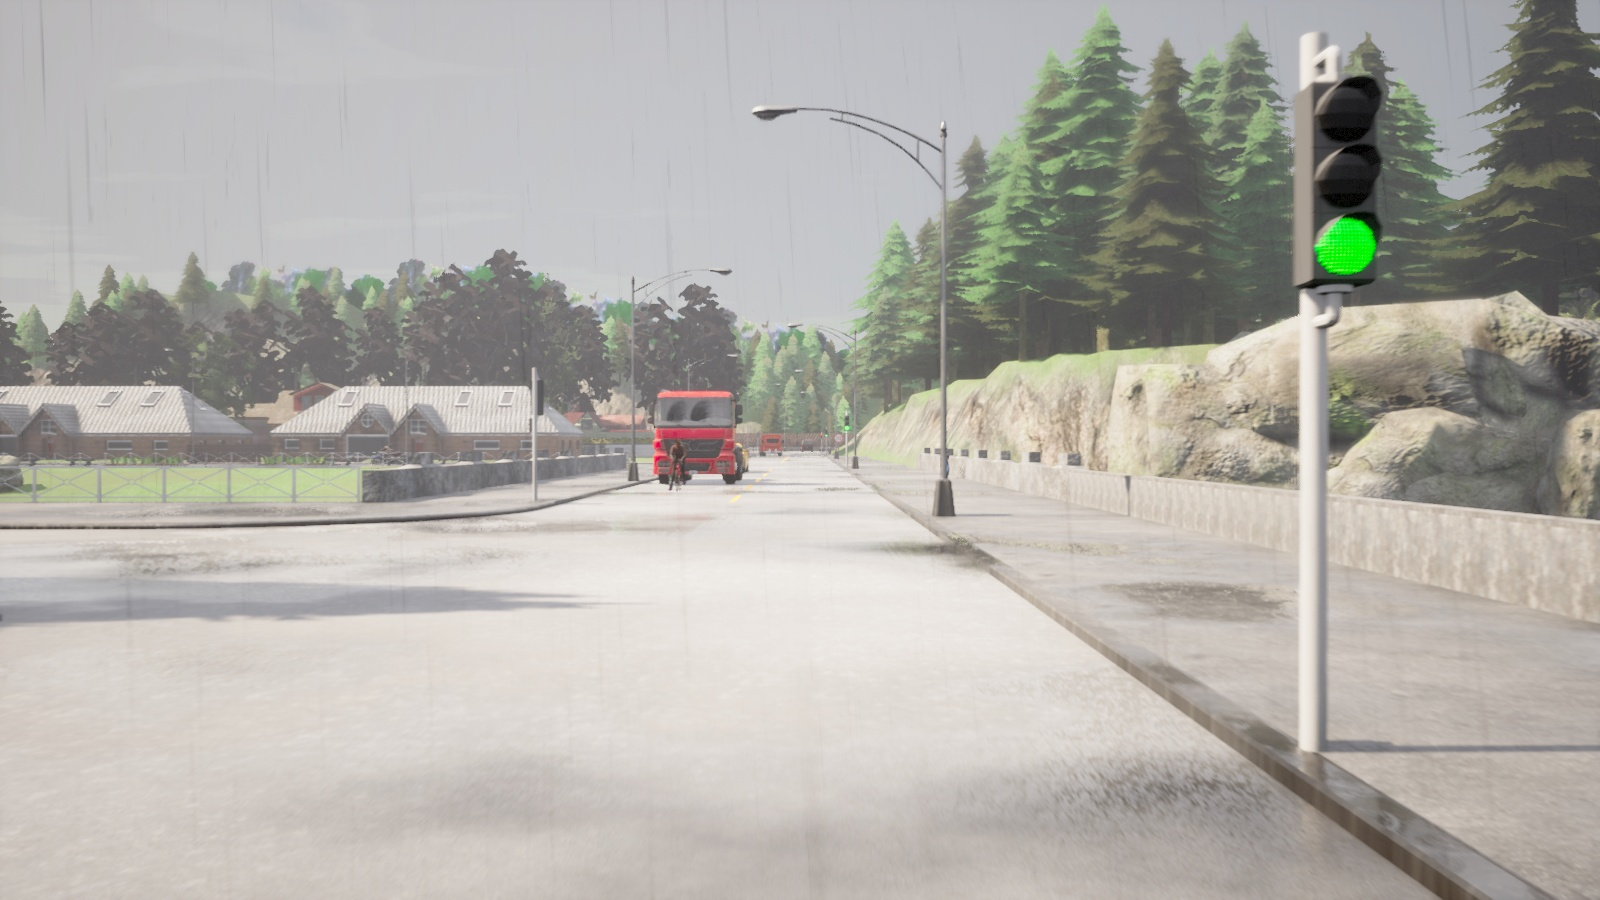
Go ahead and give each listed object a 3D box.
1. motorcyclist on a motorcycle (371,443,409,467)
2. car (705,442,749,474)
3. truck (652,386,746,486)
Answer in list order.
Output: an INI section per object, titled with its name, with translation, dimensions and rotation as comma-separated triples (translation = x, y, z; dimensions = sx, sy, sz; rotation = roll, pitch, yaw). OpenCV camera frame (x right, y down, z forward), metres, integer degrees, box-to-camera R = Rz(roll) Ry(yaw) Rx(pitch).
[motorcyclist on a motorcycle]
translation = -26.532, 0.302, 81.343
dimensions = 2.191, 1.530, 0.866
rotation = 0, 0, 0
[car]
translation = -3.611, 0.367, 62.942
dimensions = 1.882, 1.535, 5.008
rotation = 0, 0, 1
[truck]
translation = -3.707, -0.508, 47.784
dimensions = 2.891, 3.462, 7.936
rotation = 0, 0, 0
